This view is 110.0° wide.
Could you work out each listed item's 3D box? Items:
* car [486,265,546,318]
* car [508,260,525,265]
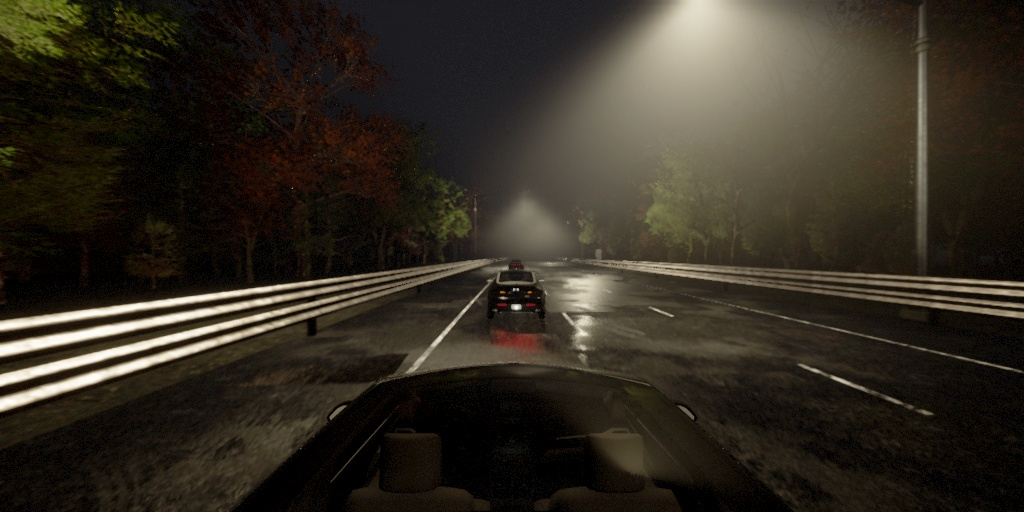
[{"bbox_3d":[0.140,1.234,12.845,1.837,1.490,4.892,0,0,0],"label":"car"},{"bbox_3d":[0.534,1.173,43.451,1.837,1.490,4.892,0,0,1],"label":"car"}]
